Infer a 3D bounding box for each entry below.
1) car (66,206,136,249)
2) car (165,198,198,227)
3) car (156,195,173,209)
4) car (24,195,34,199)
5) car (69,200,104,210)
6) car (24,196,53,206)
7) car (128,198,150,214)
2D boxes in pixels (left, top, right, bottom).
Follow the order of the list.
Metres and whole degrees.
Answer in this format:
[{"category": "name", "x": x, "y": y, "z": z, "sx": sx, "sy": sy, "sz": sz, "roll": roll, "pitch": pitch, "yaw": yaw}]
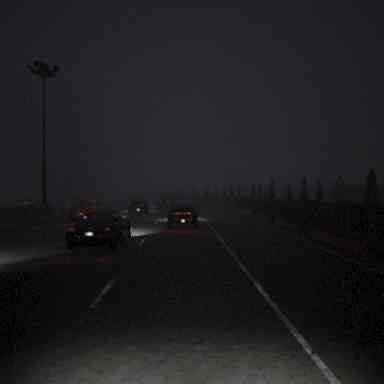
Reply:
[{"category": "car", "x": -3.816, "y": 1.500, "z": 14.180, "sx": 1.994, "sy": 1.385, "sz": 4.181, "roll": 0, "pitch": 0, "yaw": -2}, {"category": "car", "x": -0.653, "y": 1.385, "z": 21.699, "sx": 1.837, "sy": 1.490, "sz": 4.892, "roll": 0, "pitch": 1, "yaw": -3}, {"category": "car", "x": -3.238, "y": 1.132, "z": 40.976, "sx": 2.097, "sy": 1.767, "sz": 4.553, "roll": 0, "pitch": 0, "yaw": -12}, {"category": "car", "x": -32.015, "y": 1.286, "z": 65.863, "sx": 1.994, "sy": 1.385, "sz": 4.181, "roll": 0, "pitch": 0, "yaw": -30}, {"category": "car", "x": -7.895, "y": 1.367, "z": 25.418, "sx": 1.882, "sy": 1.535, "sz": 5.008, "roll": 0, "pitch": 0, "yaw": -5}, {"category": "car", "x": -16.925, "y": 1.426, "z": 37.393, "sx": 1.994, "sy": 1.385, "sz": 4.181, "roll": 0, "pitch": 0, "yaw": -13}, {"category": "car", "x": -5.174, "y": 1.344, "z": 32.286, "sx": 1.837, "sy": 1.490, "sz": 4.892, "roll": 0, "pitch": 0, "yaw": -8}]
